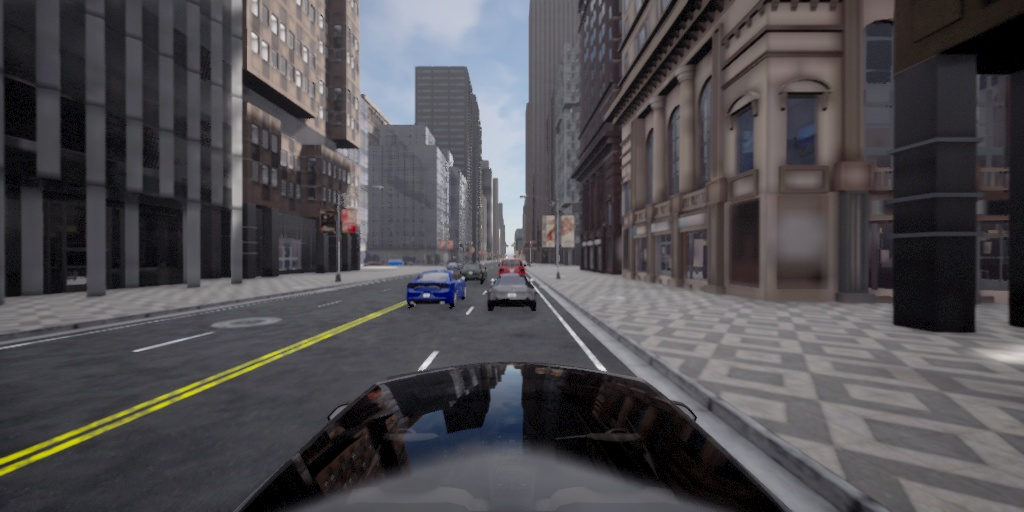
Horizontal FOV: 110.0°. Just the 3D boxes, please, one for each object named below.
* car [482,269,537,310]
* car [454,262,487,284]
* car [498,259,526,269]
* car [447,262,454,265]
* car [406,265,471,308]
[{"bbox_3d":[0.014,1.441,15.365,1.994,1.385,4.181,0,0,1],"label":"car"},{"bbox_3d":[-3.238,1.363,30.256,2.097,1.767,4.553,0,-1,0],"label":"car"},{"bbox_3d":[0.004,1.229,29.408,2.150,2.045,5.566,0,0,0],"label":"car"},{"bbox_3d":[-9.822,1.791,59.698,1.812,1.442,4.674,0,0,0],"label":"car"},{"bbox_3d":[-3.228,1.360,16.083,1.882,1.535,5.008,0,0,0],"label":"car"}]
